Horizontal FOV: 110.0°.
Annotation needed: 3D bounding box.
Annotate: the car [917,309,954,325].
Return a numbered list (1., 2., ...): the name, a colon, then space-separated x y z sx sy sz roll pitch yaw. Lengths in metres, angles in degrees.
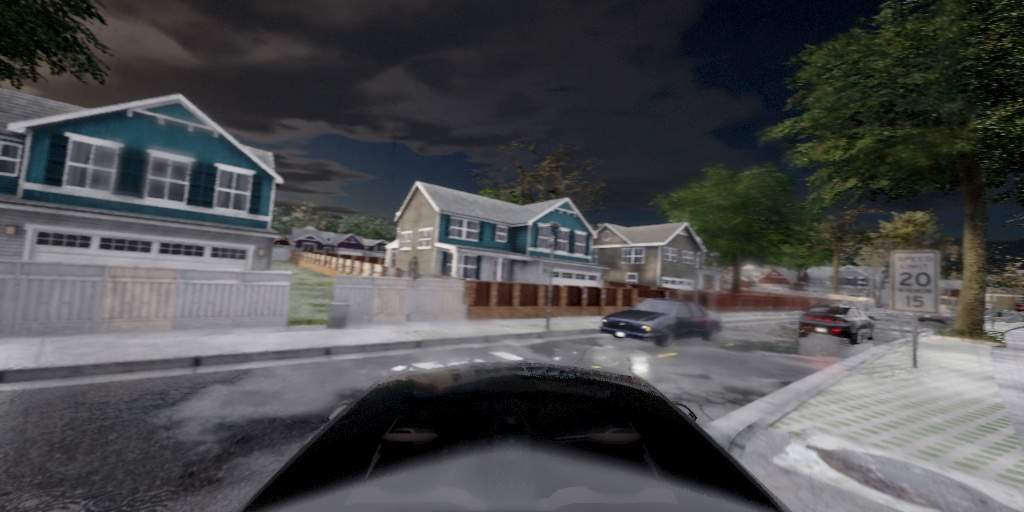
1. car: 37.028 5.286 31.560 4.181 1.385 1.994 6 -4 -33

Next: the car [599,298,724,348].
1. car: 5.361 2.181 12.398 5.357 1.411 2.033 6 -4 -38

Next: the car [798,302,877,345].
1. car: 14.093 2.876 15.529 4.892 1.490 1.837 6 -4 -37

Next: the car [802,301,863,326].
1. car: 22.553 3.985 25.180 5.357 1.411 2.033 6 -4 -35
